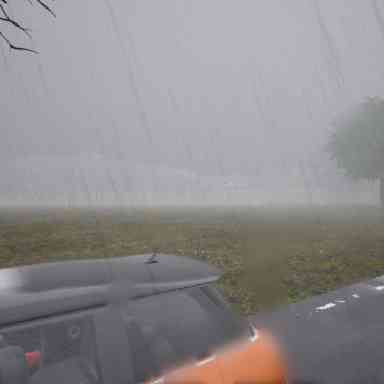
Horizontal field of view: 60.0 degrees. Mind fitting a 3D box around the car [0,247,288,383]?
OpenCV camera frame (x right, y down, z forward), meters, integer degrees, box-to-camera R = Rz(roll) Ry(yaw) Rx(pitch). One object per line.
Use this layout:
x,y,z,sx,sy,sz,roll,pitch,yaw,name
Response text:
-1.476,1.352,2.017,4.553,1.767,2.097,0,0,-36,car
